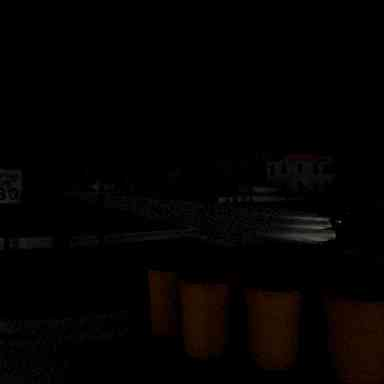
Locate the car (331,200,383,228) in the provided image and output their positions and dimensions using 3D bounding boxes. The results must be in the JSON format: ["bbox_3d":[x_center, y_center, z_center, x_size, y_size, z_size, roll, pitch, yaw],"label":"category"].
[{"bbox_3d":[11.618,1.369,21.179,2.128,1.511,4.902,0,0,-25],"label":"car"}]

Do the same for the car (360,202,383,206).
[{"bbox_3d":[9.529,1.403,17.356,1.837,1.490,4.892,0,0,-25],"label":"car"}]

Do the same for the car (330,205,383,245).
[{"bbox_3d":[7.790,1.454,12.771,1.812,1.442,4.674,0,0,-25],"label":"car"}]
